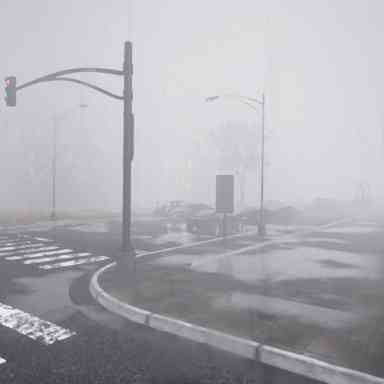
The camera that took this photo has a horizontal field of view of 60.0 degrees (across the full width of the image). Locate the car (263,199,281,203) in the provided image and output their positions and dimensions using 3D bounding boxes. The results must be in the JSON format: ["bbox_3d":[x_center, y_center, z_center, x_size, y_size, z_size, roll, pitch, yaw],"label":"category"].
[{"bbox_3d":[9.469,1.659,39.976,1.837,1.490,4.892,1,1,37],"label":"car"}]

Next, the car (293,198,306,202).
[{"bbox_3d":[18.075,1.726,56.098,1.752,1.417,4.829,1,0,36],"label":"car"}]

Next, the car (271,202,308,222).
[{"bbox_3d":[7.926,1.779,27.921,1.802,1.307,4.206,1,0,36],"label":"car"}]

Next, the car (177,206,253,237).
[{"bbox_3d":[1.435,1.696,19.088,2.008,1.369,4.403,1,0,36],"label":"car"}]

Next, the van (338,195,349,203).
[{"bbox_3d":[37.901,1.706,83.072,1.690,1.788,3.998,1,0,36],"label":"van"}]

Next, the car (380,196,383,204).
[{"bbox_3d":[41.368,1.783,73.637,2.192,1.841,5.009,1,0,36],"label":"car"}]

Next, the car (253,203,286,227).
[{"bbox_3d":[4.681,1.737,23.505,1.947,1.339,4.313,1,0,36],"label":"car"}]

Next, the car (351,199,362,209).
[{"bbox_3d":[24.930,1.773,51.273,1.967,1.590,4.097,1,0,36],"label":"car"}]

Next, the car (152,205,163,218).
[{"bbox_3d":[-1.651,1.481,29.474,1.967,1.590,4.097,1,0,36],"label":"car"}]

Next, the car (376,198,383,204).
[{"bbox_3d":[44.652,2.047,78.111,2.008,1.369,4.403,1,0,36],"label":"car"}]

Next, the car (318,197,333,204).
[{"bbox_3d":[28.037,1.849,69.653,1.947,1.339,4.313,1,0,36],"label":"car"}]

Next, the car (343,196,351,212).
[{"bbox_3d":[18.397,1.720,42.299,1.967,1.590,4.097,1,0,36],"label":"car"}]

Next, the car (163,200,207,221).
[{"bbox_3d":[0.050,1.605,27.191,1.812,1.442,4.674,1,0,36],"label":"car"}]

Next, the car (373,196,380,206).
[{"bbox_3d":[34.891,1.940,64.829,1.752,1.417,4.829,1,0,36],"label":"car"}]

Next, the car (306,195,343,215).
[{"bbox_3d":[15.138,1.569,37.805,2.192,1.841,5.009,1,0,36],"label":"car"}]
